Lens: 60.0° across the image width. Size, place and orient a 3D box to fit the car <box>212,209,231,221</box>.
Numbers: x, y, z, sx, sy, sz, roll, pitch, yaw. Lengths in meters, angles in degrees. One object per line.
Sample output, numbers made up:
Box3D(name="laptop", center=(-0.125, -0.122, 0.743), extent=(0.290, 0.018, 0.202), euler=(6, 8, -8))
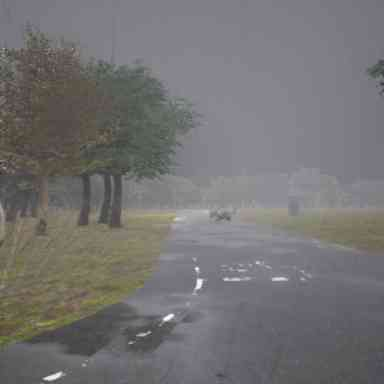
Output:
Box3D(name="car", center=(4.394, 3.346, 46.941), extent=(1.837, 1.490, 4.892), euler=(0, -2, -1))

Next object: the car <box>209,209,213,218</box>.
Box3D(name="car", center=(4.054, 3.691, 56.889), extent=(1.837, 1.490, 4.892), euler=(0, -2, -2))
